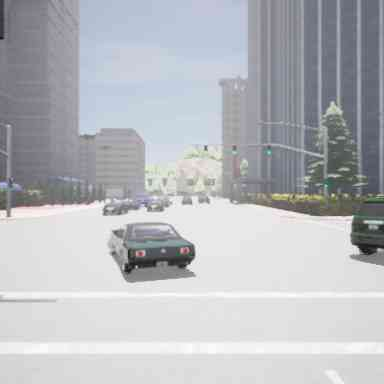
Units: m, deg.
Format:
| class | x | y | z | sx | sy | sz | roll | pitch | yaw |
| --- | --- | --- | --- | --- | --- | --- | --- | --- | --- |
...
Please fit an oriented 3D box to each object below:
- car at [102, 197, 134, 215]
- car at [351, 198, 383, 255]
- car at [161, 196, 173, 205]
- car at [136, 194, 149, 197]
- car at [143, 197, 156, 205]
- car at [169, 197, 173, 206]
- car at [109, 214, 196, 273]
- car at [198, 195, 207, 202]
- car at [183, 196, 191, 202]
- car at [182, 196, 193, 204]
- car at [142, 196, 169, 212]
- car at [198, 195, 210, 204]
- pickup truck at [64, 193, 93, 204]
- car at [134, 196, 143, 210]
| class | x | y | z | sx | sy | sz | roll | pitch | yaw |
| --- | --- | --- | --- | --- | --- | --- | --- | --- | --- |
| car | -7.789 | 1.533 | 34.242 | 2.128 | 1.511 | 4.902 | 0 | 0 | 1 |
| car | 8.155 | 1.232 | 12.004 | 5.566 | 2.045 | 2.150 | 0 | -2 | -30 |
| car | -4.475 | 1.548 | 60.463 | 1.882 | 1.535 | 5.008 | 0 | 0 | -1 |
| car | -7.913 | 1.283 | 52.636 | 2.150 | 2.045 | 5.566 | 0 | 0 | 0 |
| car | -8.003 | 1.637 | 62.619 | 1.994 | 1.385 | 4.181 | 0 | 0 | -1 |
| car | -4.401 | 1.550 | 50.153 | 2.128 | 1.511 | 4.902 | 0 | 0 | 0 |
| car | -1.547 | 1.614 | 10.844 | 1.895 | 1.301 | 4.718 | 0 | 0 | -20 |
| car | 2.316 | 1.473 | 76.677 | 1.882 | 1.535 | 5.008 | 0 | 0 | -1 |
| car | -1.183 | 1.588 | 76.580 | 1.837 | 1.490 | 4.892 | 0 | 0 | -1 |
| car | -0.905 | 1.635 | 62.797 | 1.994 | 1.385 | 4.181 | 0 | 0 | -1 |
| car | -4.299 | 1.538 | 39.898 | 2.128 | 1.511 | 4.902 | 0 | 0 | -1 |
| car | 2.449 | 1.427 | 66.397 | 2.097 | 1.767 | 4.553 | 0 | 0 | -1 |
| pickup truck | -21.105 | 1.133 | 61.017 | 2.390 | 2.098 | 6.274 | 0 | 0 | 30 |
| car | -7.836 | 1.615 | 43.153 | 1.994 | 1.385 | 4.181 | 0 | 0 | -1 |
